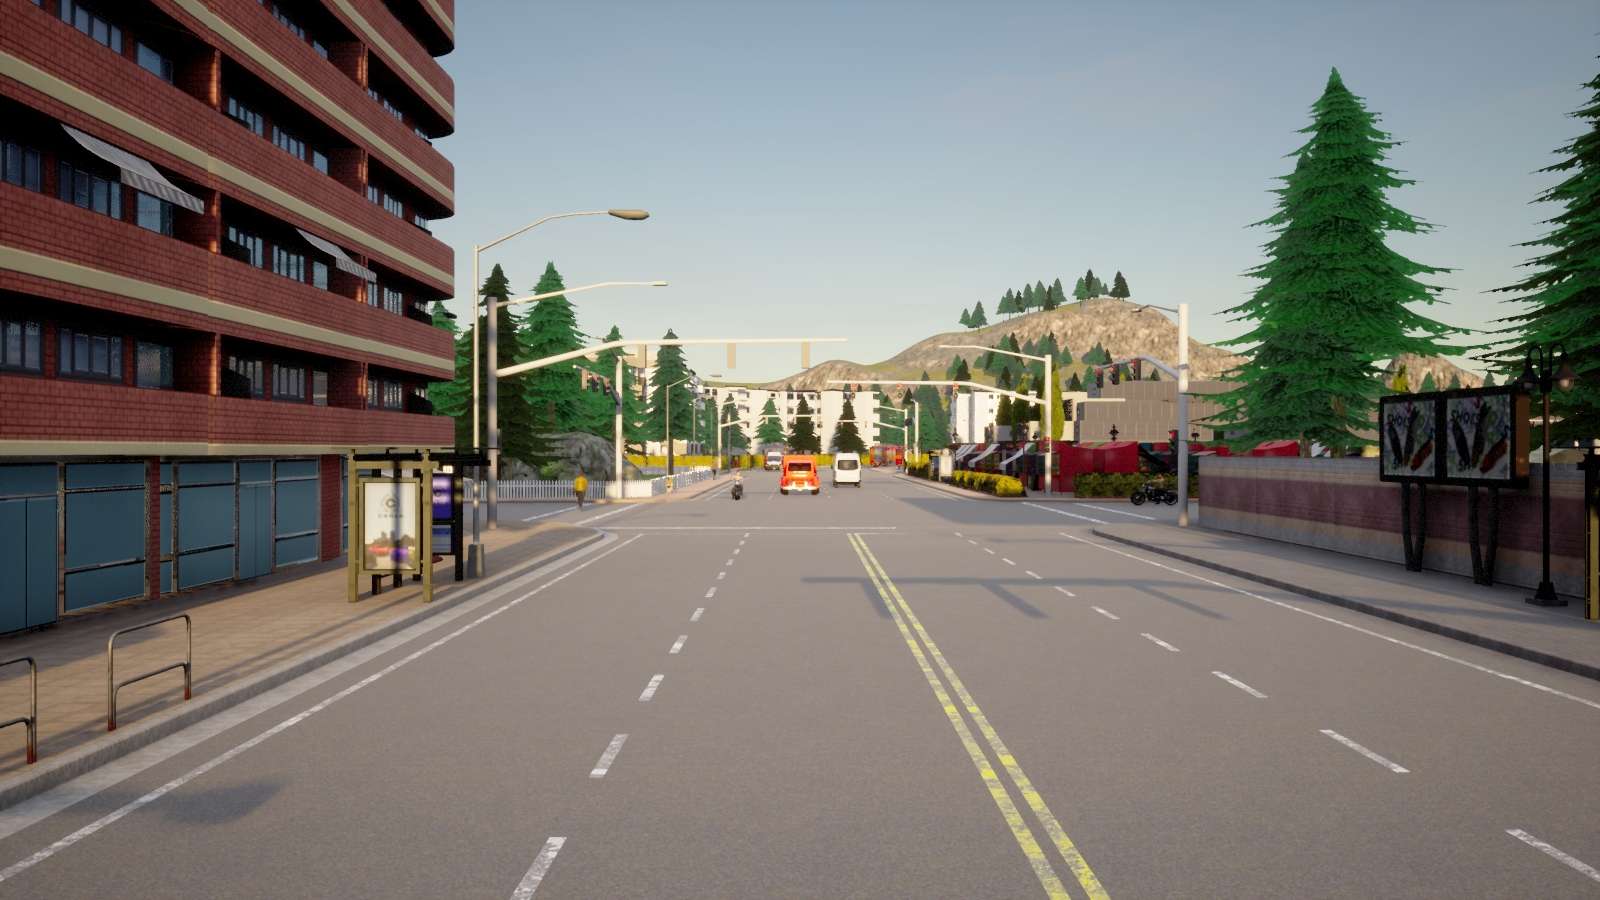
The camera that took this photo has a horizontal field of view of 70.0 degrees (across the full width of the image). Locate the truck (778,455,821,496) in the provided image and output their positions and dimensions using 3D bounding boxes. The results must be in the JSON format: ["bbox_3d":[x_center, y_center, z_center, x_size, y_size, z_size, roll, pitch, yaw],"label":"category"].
[{"bbox_3d":[-0.006,1.572,72.542,2.627,2.467,5.204,0,0,0],"label":"truck"}]

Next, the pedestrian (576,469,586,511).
[{"bbox_3d":[-9.791,1.795,51.080,0.375,1.860,0.375,0,0,-7],"label":"pedestrian"}]

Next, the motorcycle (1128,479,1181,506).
[{"bbox_3d":[17.582,2.102,56.689,2.356,1.307,0.764,0,0,0],"label":"motorcycle"}]

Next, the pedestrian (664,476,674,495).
[{"bbox_3d":[-7.740,2.079,67.503,0.500,1.100,0.500,0,0,0],"label":"pedestrian"}]
